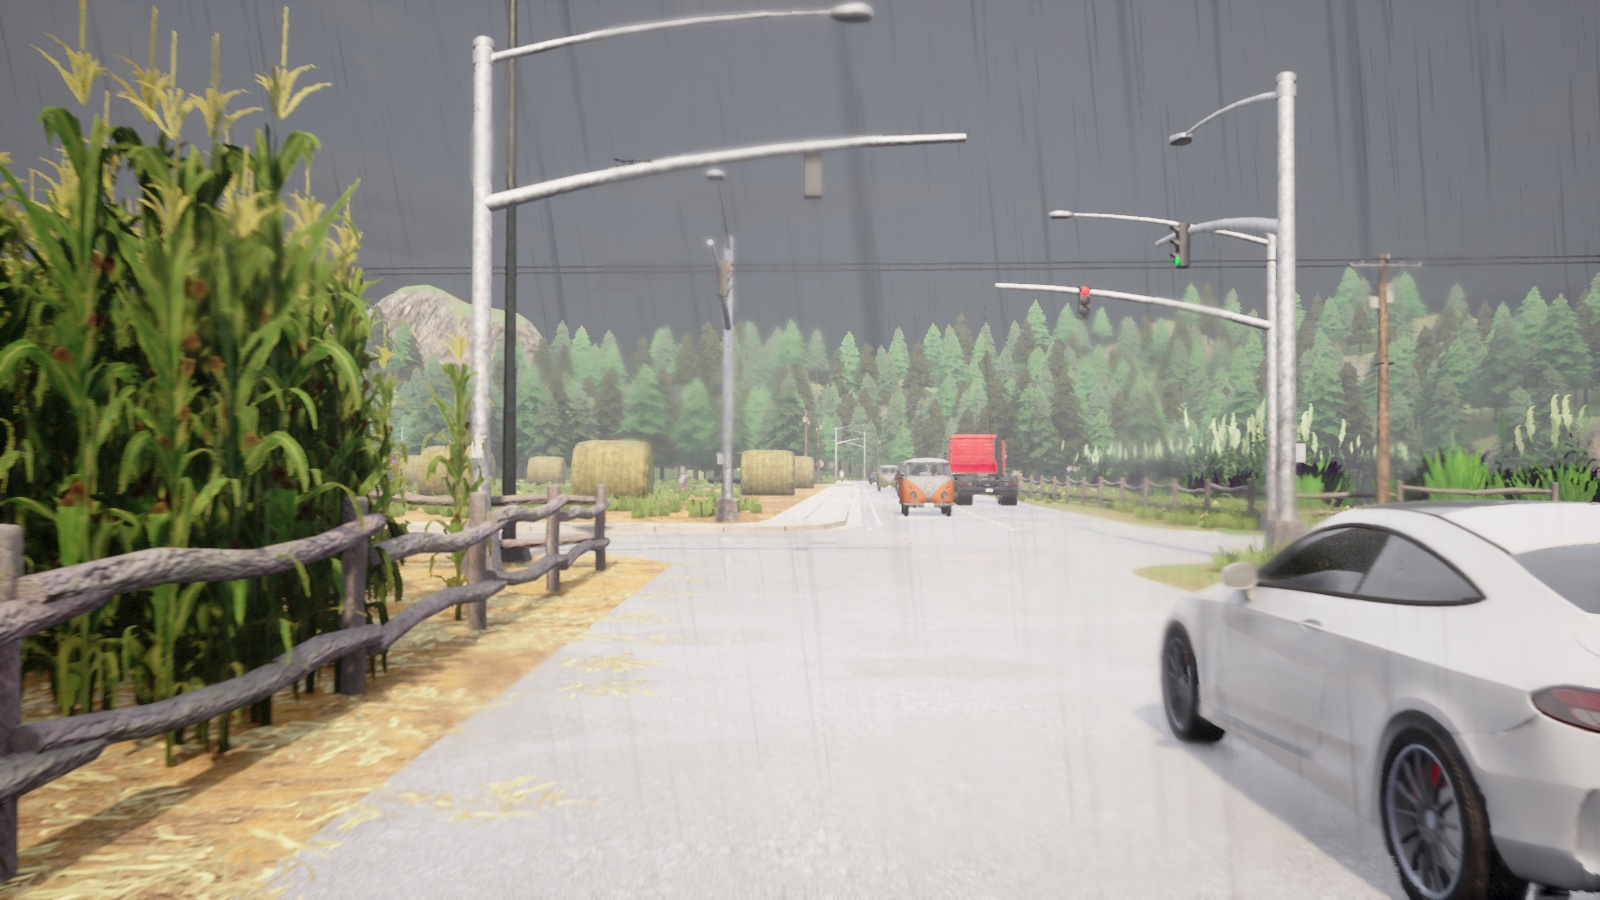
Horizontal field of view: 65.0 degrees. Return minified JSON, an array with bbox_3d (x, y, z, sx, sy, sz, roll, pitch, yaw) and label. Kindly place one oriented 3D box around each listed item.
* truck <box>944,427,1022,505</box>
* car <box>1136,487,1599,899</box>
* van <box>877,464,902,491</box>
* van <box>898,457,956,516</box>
[{"bbox_3d":[8.654,0.771,60.220,2.891,3.462,7.936,0,-1,3],"label":"truck"},{"bbox_3d":[3.086,0.925,5.776,1.812,1.442,4.674,0,-1,0],"label":"car"},{"bbox_3d":[6.783,2.107,95.653,1.775,1.987,4.442,0,-1,3],"label":"van"},{"bbox_3d":[4.416,1.254,44.170,1.775,1.987,4.442,0,-1,3],"label":"van"}]
